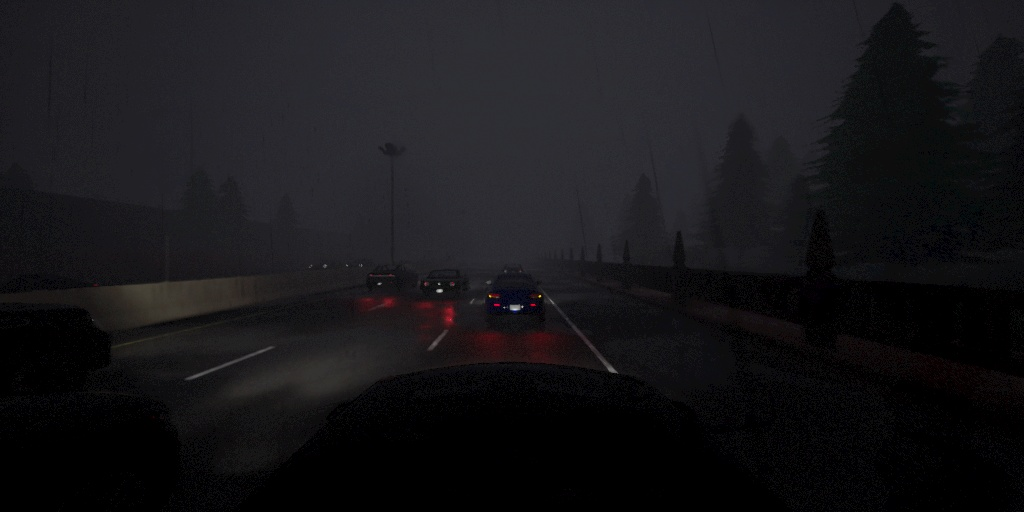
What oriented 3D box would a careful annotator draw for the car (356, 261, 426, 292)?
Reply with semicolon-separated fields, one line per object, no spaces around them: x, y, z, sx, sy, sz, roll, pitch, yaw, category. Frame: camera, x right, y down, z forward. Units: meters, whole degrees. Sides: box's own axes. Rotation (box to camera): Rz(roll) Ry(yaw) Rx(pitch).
-6.906;1.242;21.120;2.128;1.511;4.902;0;0;0;car

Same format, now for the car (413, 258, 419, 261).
-14.092;1.298;46.330;2.033;1.411;5.357;0;0;0;car

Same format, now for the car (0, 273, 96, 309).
-6.901;0.971;2.762;2.150;2.045;5.566;0;0;0;car

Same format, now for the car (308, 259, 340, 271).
-21.088;1.101;40.810;2.097;1.767;4.553;0;0;0;car

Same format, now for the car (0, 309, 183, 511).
-3.401;1.242;0.674;2.128;1.511;4.902;0;0;0;car

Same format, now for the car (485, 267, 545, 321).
0.082;1.276;12.335;1.812;1.442;4.674;0;0;0;car

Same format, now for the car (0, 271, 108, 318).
-17.603;1.314;12.662;1.994;1.385;4.181;0;0;0;car

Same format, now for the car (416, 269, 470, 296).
-3.405;1.351;19.120;1.895;1.301;4.718;0;0;0;car

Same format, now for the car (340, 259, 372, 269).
-17.581;1.103;41.668;2.097;1.767;4.553;0;0;0;car

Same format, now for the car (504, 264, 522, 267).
0.080;1.351;32.815;1.895;1.301;4.718;0;0;0;car
